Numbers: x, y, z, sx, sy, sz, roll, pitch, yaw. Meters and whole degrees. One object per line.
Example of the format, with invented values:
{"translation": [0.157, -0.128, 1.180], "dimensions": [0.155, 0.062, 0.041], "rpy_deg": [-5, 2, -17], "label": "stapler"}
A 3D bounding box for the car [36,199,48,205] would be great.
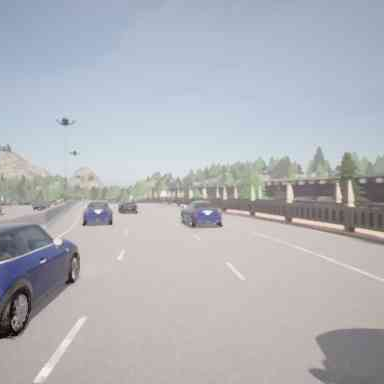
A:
{"translation": [-33.316, 2.287, 74.087], "dimensions": [1.994, 1.385, 4.181], "rpy_deg": [0, -2, -17], "label": "car"}

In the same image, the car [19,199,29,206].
{"translation": [-36.655, 2.297, 73.036], "dimensions": [2.033, 1.411, 5.357], "rpy_deg": [0, -2, -17], "label": "car"}

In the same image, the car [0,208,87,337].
{"translation": [-3.862, 1.393, 6.812], "dimensions": [2.097, 1.767, 4.553], "rpy_deg": [0, 0, -4], "label": "car"}

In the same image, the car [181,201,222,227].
{"translation": [0.556, 1.414, 23.534], "dimensions": [2.097, 1.767, 4.553], "rpy_deg": [0, 0, -13], "label": "car"}

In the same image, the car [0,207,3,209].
{"translation": [-20.698, 1.851, 33.689], "dimensions": [1.895, 1.301, 4.718], "rpy_deg": [0, 0, -17], "label": "car"}

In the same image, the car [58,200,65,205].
{"translation": [-33.365, 2.890, 85.910], "dimensions": [1.882, 1.535, 5.008], "rpy_deg": [0, -5, -17], "label": "car"}

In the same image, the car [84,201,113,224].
{"translation": [-7.224, 1.475, 25.729], "dimensions": [2.097, 1.767, 4.553], "rpy_deg": [0, 0, -15], "label": "car"}

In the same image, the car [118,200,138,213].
{"translation": [-7.563, 1.657, 39.157], "dimensions": [2.128, 1.511, 4.902], "rpy_deg": [0, 0, -17], "label": "car"}

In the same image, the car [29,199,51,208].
{"translation": [-21.273, 1.843, 47.240], "dimensions": [2.033, 1.411, 5.357], "rpy_deg": [0, 0, -17], "label": "car"}
